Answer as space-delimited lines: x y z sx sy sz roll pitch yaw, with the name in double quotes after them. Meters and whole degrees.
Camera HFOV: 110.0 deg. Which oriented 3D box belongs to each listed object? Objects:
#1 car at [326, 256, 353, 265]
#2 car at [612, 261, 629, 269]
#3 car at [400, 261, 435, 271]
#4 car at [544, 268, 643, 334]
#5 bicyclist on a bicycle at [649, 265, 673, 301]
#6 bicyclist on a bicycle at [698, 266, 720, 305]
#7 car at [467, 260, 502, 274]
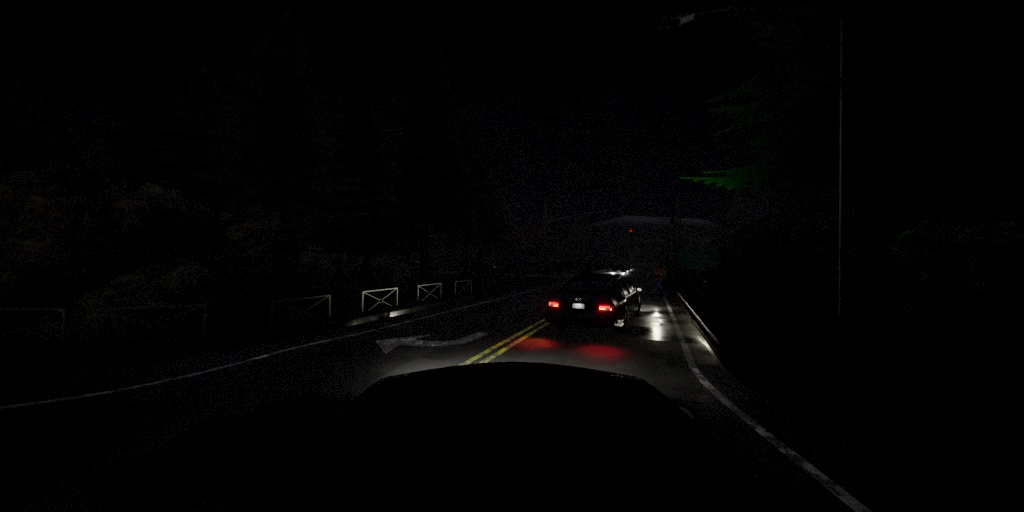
-25.717 0.987 54.214 5.566 2.045 2.150 0 -1 28 "car"
16.747 1.837 56.256 1.895 1.301 4.718 1 0 21 "car"
-12.800 1.384 48.525 5.008 1.535 1.882 1 0 22 "car"
2.593 1.219 10.427 2.033 1.411 5.357 1 0 26 "car"
6.898 1.235 16.512 1.656 1.620 0.582 1 0 -30 "bicyclist on a bicycle"
8.302 1.247 15.088 1.656 1.620 0.582 1 0 -33 "bicyclist on a bicycle"
-3.503 1.366 44.871 4.553 1.767 2.097 1 0 21 "car"
